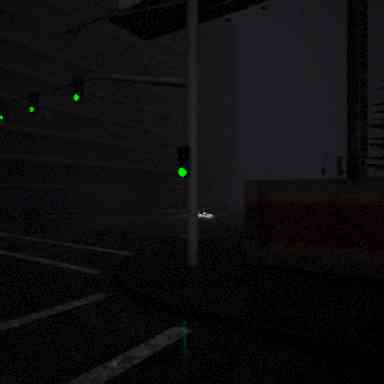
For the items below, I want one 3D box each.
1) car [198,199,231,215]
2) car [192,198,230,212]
[{"bbox_3d":[2.326,1.568,34.666,1.994,1.385,4.181,0,0,35],"label":"car"},{"bbox_3d":[2.405,1.553,40.831,2.033,1.411,5.357,0,0,35],"label":"car"}]
